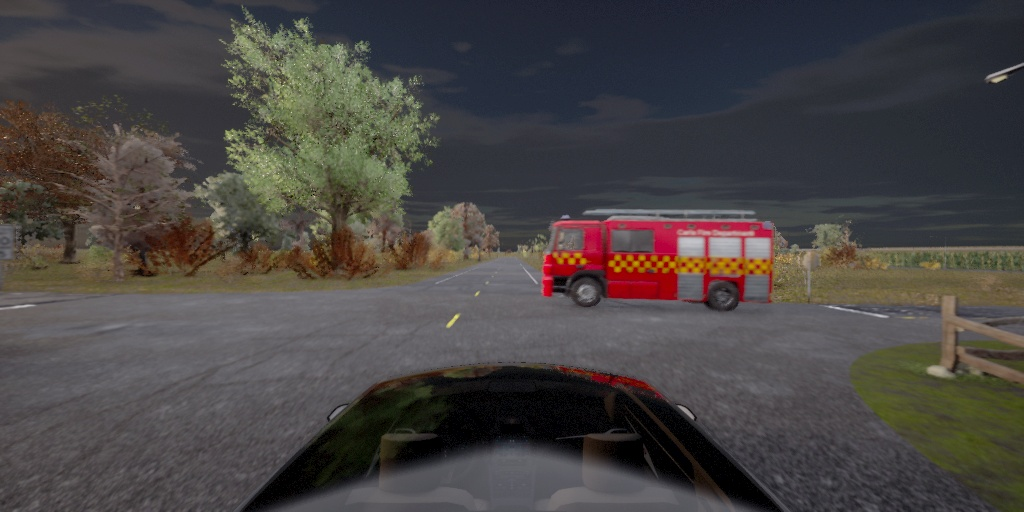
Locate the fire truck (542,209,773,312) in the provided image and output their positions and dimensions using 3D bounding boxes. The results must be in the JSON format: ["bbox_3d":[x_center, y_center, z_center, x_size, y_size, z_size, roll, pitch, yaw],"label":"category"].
[{"bbox_3d":[5.528,0.105,14.760,8.468,3.827,2.891,1,1,5],"label":"fire truck"}]
